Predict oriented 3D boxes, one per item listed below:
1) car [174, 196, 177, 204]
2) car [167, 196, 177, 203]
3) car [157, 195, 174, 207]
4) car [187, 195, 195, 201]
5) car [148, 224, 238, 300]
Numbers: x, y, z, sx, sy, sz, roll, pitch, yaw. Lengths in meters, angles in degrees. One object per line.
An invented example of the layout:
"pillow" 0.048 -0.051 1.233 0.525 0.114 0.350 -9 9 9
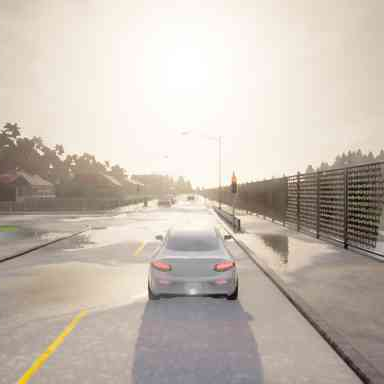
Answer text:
"car" -4.257 1.352 61.712 2.097 1.767 4.553 0 0 0
"car" -4.225 1.524 71.625 1.812 1.442 4.674 0 0 0
"car" -4.256 1.478 51.782 1.882 1.535 5.008 0 0 0
"car" -0.275 1.478 86.366 1.882 1.535 5.008 0 0 0
"car" 0.029 1.526 8.243 1.812 1.442 4.674 0 0 0
